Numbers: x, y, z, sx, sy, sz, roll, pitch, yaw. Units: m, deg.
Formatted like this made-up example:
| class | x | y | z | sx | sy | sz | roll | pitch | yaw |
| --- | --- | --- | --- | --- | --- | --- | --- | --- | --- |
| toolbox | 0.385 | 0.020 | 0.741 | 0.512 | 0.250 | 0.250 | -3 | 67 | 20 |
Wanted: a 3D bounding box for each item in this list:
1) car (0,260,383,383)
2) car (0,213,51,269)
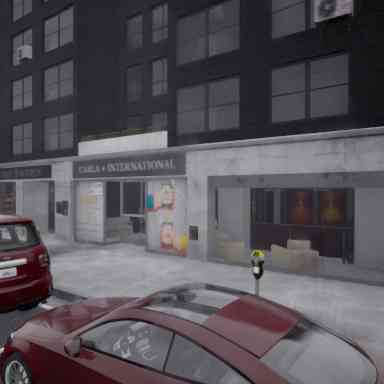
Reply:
| class | x | y | z | sx | sy | sz | roll | pitch | yaw |
| --- | --- | --- | --- | --- | --- | --- | --- | --- | --- |
| car | -0.137 | 1.582 | 3.170 | 4.206 | 1.307 | 1.802 | 0 | 0 | 35 |
| car | -4.752 | 1.314 | 6.448 | 5.009 | 1.841 | 2.192 | 0 | 0 | 35 |
